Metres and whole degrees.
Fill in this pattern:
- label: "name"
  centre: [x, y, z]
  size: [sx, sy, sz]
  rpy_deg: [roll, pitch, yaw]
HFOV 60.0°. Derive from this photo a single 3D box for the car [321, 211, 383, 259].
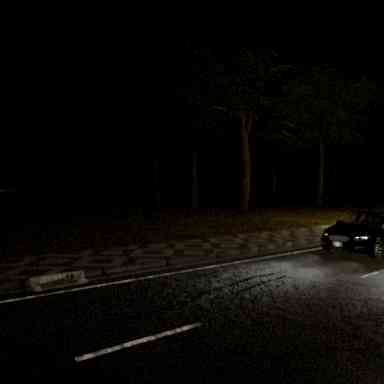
- label: "car"
  centre: [6.864, 1.476, 12.572]
  size: [4.902, 1.511, 2.128]
  rpy_deg: [0, 0, -35]
